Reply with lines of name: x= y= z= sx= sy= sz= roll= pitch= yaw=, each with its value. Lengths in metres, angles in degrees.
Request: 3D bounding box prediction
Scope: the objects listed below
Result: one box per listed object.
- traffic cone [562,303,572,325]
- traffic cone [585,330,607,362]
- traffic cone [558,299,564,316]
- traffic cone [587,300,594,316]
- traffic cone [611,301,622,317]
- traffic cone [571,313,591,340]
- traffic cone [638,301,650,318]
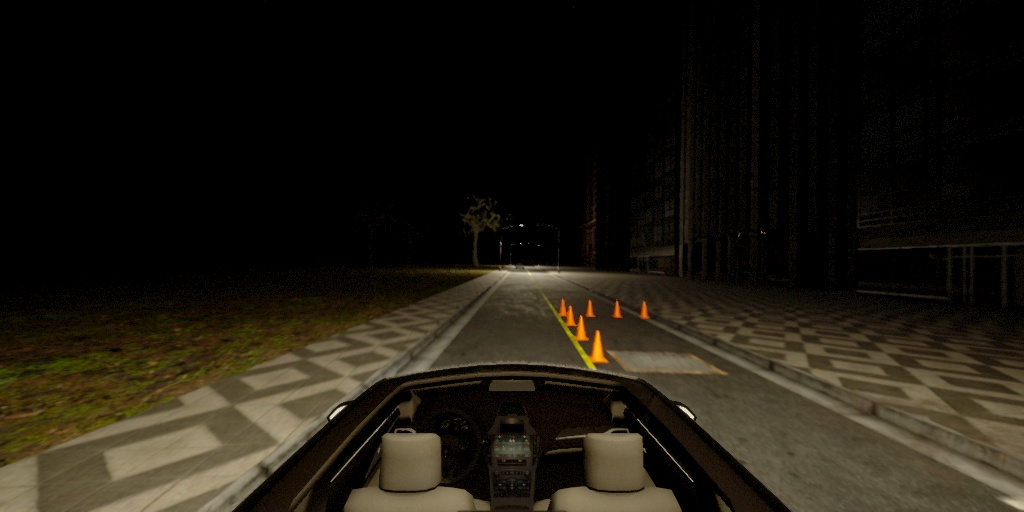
traffic cone: x=1.834 y=1.870 z=11.318 sx=0.340 sy=0.580 sz=0.340 roll=0 pitch=0 yaw=1
traffic cone: x=1.740 y=1.819 z=7.320 sx=0.340 sy=0.580 sz=0.340 roll=0 pitch=0 yaw=1
traffic cone: x=1.882 y=1.896 z=13.317 sx=0.340 sy=0.580 sz=0.340 roll=0 pitch=0 yaw=1
traffic cone: x=2.881 y=1.921 z=13.293 sx=0.340 sy=0.580 sz=0.340 roll=0 pitch=0 yaw=1
traffic cone: x=3.880 y=1.946 z=13.270 sx=0.340 sy=0.580 sz=0.340 roll=0 pitch=0 yaw=1
traffic cone: x=1.787 y=1.844 z=9.319 sx=0.340 sy=0.580 sz=0.340 roll=0 pitch=0 yaw=1
traffic cone: x=4.880 y=1.971 z=13.245 sx=0.340 sy=0.580 sz=0.340 roll=0 pitch=0 yaw=1
